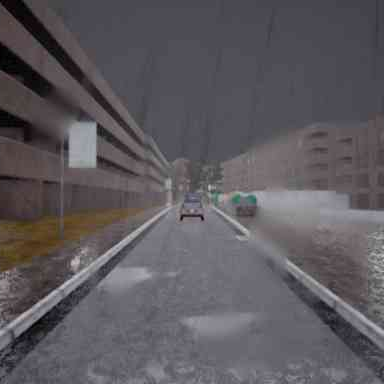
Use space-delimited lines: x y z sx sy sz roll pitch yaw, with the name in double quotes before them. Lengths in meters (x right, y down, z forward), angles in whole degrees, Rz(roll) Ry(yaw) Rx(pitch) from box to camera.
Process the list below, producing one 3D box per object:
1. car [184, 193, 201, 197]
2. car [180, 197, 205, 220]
"car" 0.069 1.146 43.933 2.150 2.045 5.566 0 -1 0
"car" 0.006 1.364 25.831 2.033 1.411 5.357 0 0 0
